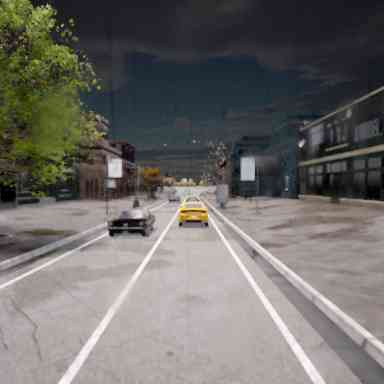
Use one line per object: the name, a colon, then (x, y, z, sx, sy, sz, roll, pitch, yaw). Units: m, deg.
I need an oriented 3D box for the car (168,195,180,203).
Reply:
car: (-3.036, 1.151, 58.333, 1.994, 1.385, 4.181, 0, 1, 1)

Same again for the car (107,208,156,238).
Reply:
car: (-3.096, 1.572, 17.753, 1.895, 1.301, 4.718, 0, 0, 0)

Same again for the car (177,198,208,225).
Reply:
car: (0.106, 1.422, 23.442, 1.882, 1.535, 5.008, 0, 0, 0)
